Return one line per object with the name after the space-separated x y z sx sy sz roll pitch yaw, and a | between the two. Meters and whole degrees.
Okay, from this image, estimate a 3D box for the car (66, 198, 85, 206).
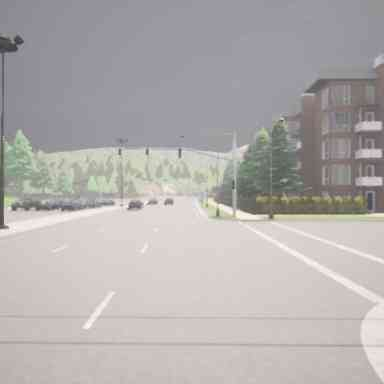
-23.333 2.056 66.828 2.128 1.511 4.902 0 0 0 | car

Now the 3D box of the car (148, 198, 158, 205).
-8.326 2.094 71.751 1.812 1.442 4.674 0 0 0 | car

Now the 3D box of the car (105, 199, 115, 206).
-16.351 2.079 64.730 1.994 1.385 4.181 0 0 0 | car

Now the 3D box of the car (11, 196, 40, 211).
-23.337 1.598 47.175 2.150 2.045 5.566 0 0 0 | car

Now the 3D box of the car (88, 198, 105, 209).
-16.377 1.941 54.746 1.837 1.490 4.892 0 0 0 | car

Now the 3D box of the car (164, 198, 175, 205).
-4.809 2.063 70.721 1.837 1.490 4.892 0 0 0 | car

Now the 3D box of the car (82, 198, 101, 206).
-19.833 2.015 65.780 2.128 1.511 4.902 0 0 0 | car

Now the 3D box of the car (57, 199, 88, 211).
-16.341 1.965 45.685 1.895 1.301 4.718 0 0 0 | car

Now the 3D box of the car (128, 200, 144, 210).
-8.200 1.896 49.154 1.837 1.490 4.892 0 0 0 | car

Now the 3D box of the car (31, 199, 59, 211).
-19.840 1.968 46.023 1.895 1.301 4.718 0 0 0 | car

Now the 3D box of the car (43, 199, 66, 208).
-23.356 1.957 56.769 1.837 1.490 4.892 0 0 1 | car
